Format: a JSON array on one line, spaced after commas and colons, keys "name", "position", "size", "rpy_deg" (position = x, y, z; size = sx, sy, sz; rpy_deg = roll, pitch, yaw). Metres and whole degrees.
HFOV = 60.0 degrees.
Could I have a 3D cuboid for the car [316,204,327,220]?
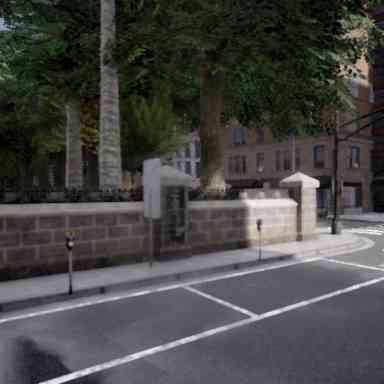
[{"name": "car", "position": [8.323, 1.455, 26.633], "size": [2.128, 1.511, 4.902], "rpy_deg": [0, 0, -36]}]
